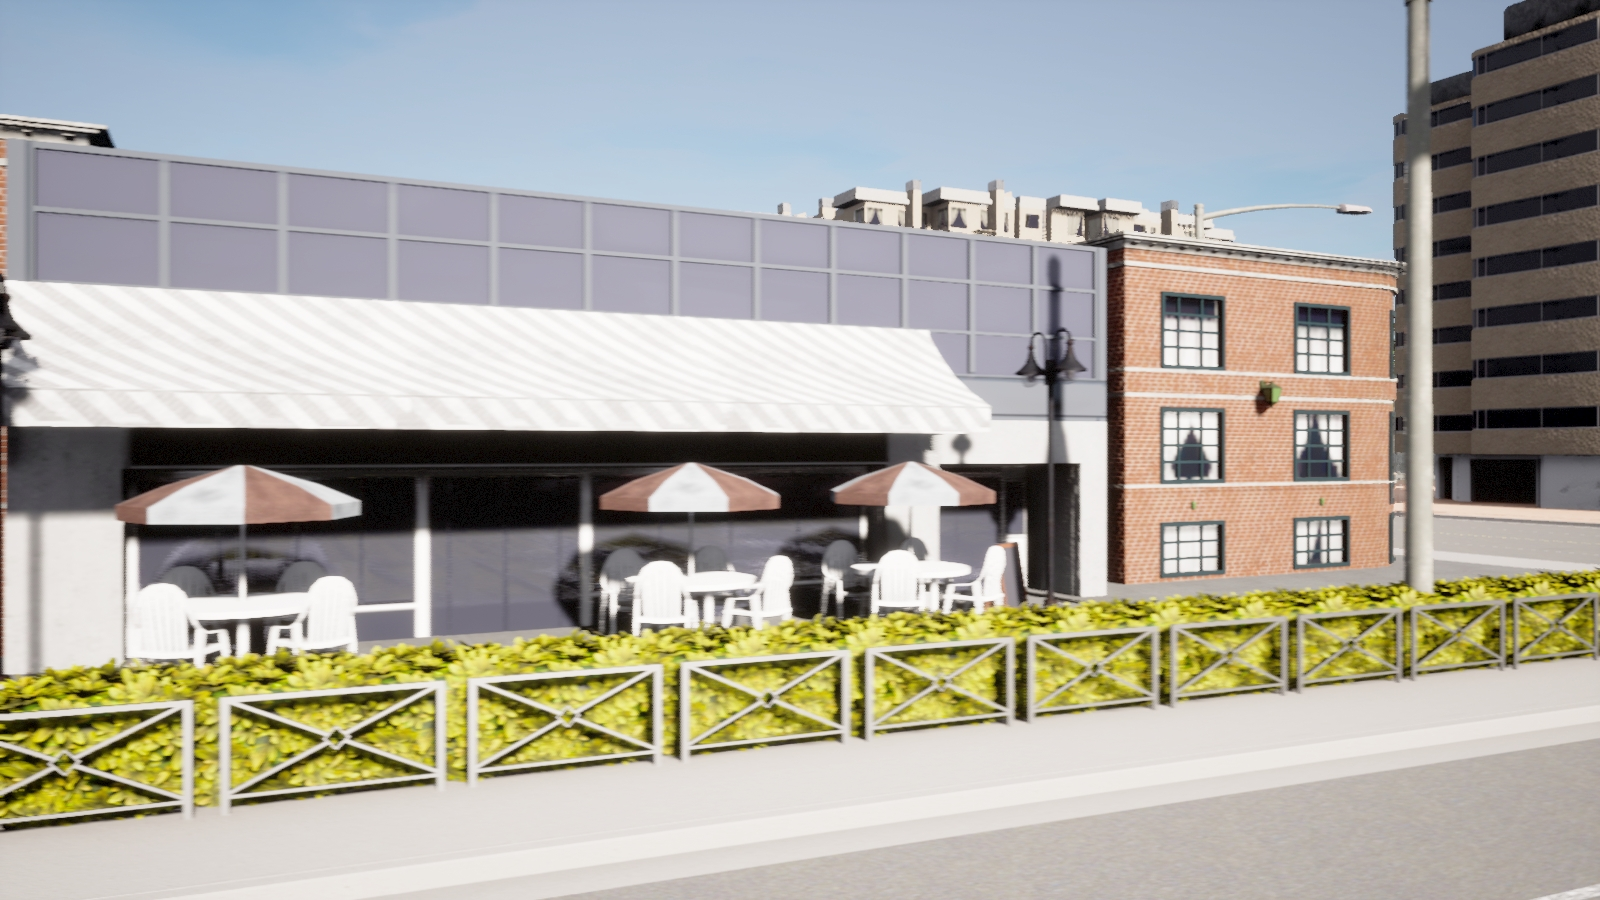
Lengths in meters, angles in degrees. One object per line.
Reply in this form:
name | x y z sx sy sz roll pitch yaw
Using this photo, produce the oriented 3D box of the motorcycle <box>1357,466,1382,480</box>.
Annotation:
motorcycle | 53.510 2.183 107.312 2.356 1.277 0.764 0 0 -25
